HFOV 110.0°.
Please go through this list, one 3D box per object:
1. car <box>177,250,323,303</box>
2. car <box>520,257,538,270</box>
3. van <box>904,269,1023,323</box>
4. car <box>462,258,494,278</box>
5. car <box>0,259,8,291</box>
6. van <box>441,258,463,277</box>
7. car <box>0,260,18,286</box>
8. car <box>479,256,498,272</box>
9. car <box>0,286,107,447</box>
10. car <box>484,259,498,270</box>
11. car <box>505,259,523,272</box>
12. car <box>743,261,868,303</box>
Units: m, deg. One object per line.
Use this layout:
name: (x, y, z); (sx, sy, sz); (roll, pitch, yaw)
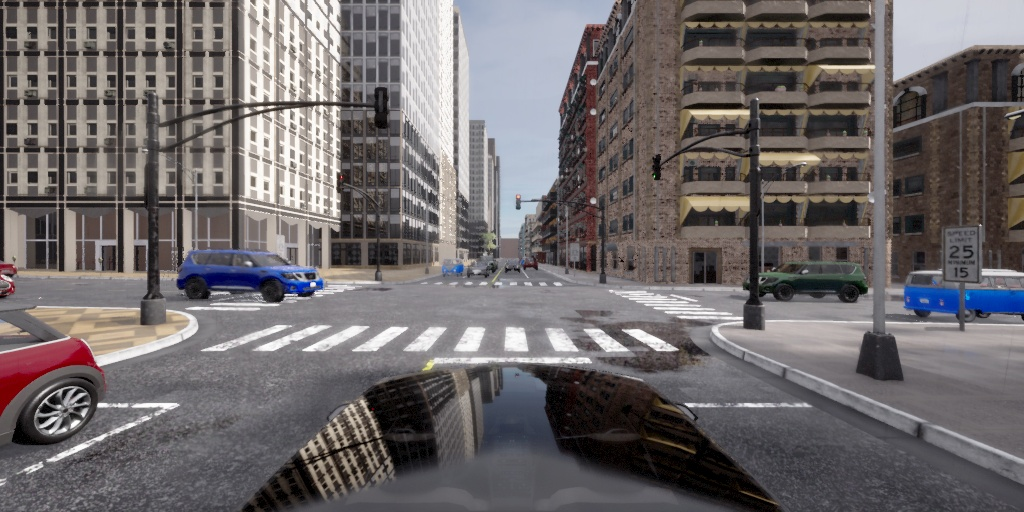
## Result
car: (-11.068, 0.791, 15.285); (5.566, 2.045, 2.150); (1, 0, 6)
car: (2.652, 1.079, 51.483); (2.192, 1.841, 5.009); (0, 0, 0)
van: (16.904, 1.453, 13.083); (3.998, 1.789, 1.690); (0, 0, 0)
car: (-3.126, 1.247, 33.957); (2.128, 1.511, 4.902); (0, 0, 0)
car: (-25.683, 0.813, 15.677); (4.674, 1.442, 1.812); (1, 0, 0)
van: (-5.715, 1.097, 34.823); (1.690, 1.789, 3.998); (0, 0, 0)
car: (-21.156, 0.818, 13.104); (4.097, 1.591, 1.967); (0, 0, 0)
car: (-3.131, 0.982, 43.850); (2.150, 2.045, 5.566); (0, 0, 0)
car: (-5.691, 1.190, 2.349); (1.967, 1.591, 4.097); (0, 0, 0)
car: (-3.126, 1.244, 54.166); (1.882, 1.535, 5.008); (0, 0, 0)
car: (0.068, 1.362, 45.492); (1.895, 1.301, 4.718); (0, 0, 0)
car: (15.446, 1.297, 19.004); (5.566, 2.045, 2.150); (1, 0, 0)
